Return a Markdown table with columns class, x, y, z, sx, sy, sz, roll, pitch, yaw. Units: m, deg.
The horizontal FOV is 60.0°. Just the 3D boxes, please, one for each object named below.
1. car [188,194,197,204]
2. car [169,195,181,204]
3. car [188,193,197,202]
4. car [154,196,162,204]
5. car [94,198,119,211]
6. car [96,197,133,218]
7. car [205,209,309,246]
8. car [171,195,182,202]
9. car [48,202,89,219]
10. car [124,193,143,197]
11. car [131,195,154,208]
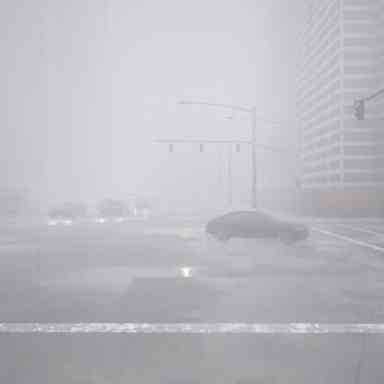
| class | x | y | z | sx | sy | sz | roll | pitch | yaw |
| --- | --- | --- | --- | --- | --- | --- | --- | --- | --- |
| car | 0.075 | 1.547 | 64.185 | 2.033 | 1.411 | 5.357 | 0 | 0 | 0 |
| car | -3.425 | 1.491 | 64.189 | 2.128 | 1.511 | 4.902 | 0 | 0 | 0 |
| car | 0.087 | 1.184 | 74.440 | 2.097 | 1.767 | 4.553 | 0 | 0 | 0 |
| car | -6.947 | 1.507 | 66.087 | 1.837 | 1.490 | 4.892 | 0 | -1 | 1 |
| car | -10.551 | 1.505 | 41.415 | 1.837 | 1.490 | 4.892 | 0 | 0 | 0 |
| car | -7.064 | 1.505 | 30.767 | 1.837 | 1.490 | 4.892 | 0 | 0 | 0 |
| car | 2.883 | 1.526 | 15.238 | 4.674 | 1.442 | 1.812 | 0 | 0 | 22 |
| car | -3.412 | 1.354 | 74.474 | 2.128 | 1.511 | 4.902 | 0 | 0 | 0 |
| car | -10.566 | 1.547 | 29.033 | 2.033 | 1.411 | 5.357 | 0 | 0 | 0 |
| car | -10.518 | 1.216 | 58.217 | 2.150 | 2.045 | 5.566 | 0 | 1 | 0 |
| car | -7.038 | 1.505 | 47.410 | 1.837 | 1.490 | 4.892 | 0 | 0 | 0 |
